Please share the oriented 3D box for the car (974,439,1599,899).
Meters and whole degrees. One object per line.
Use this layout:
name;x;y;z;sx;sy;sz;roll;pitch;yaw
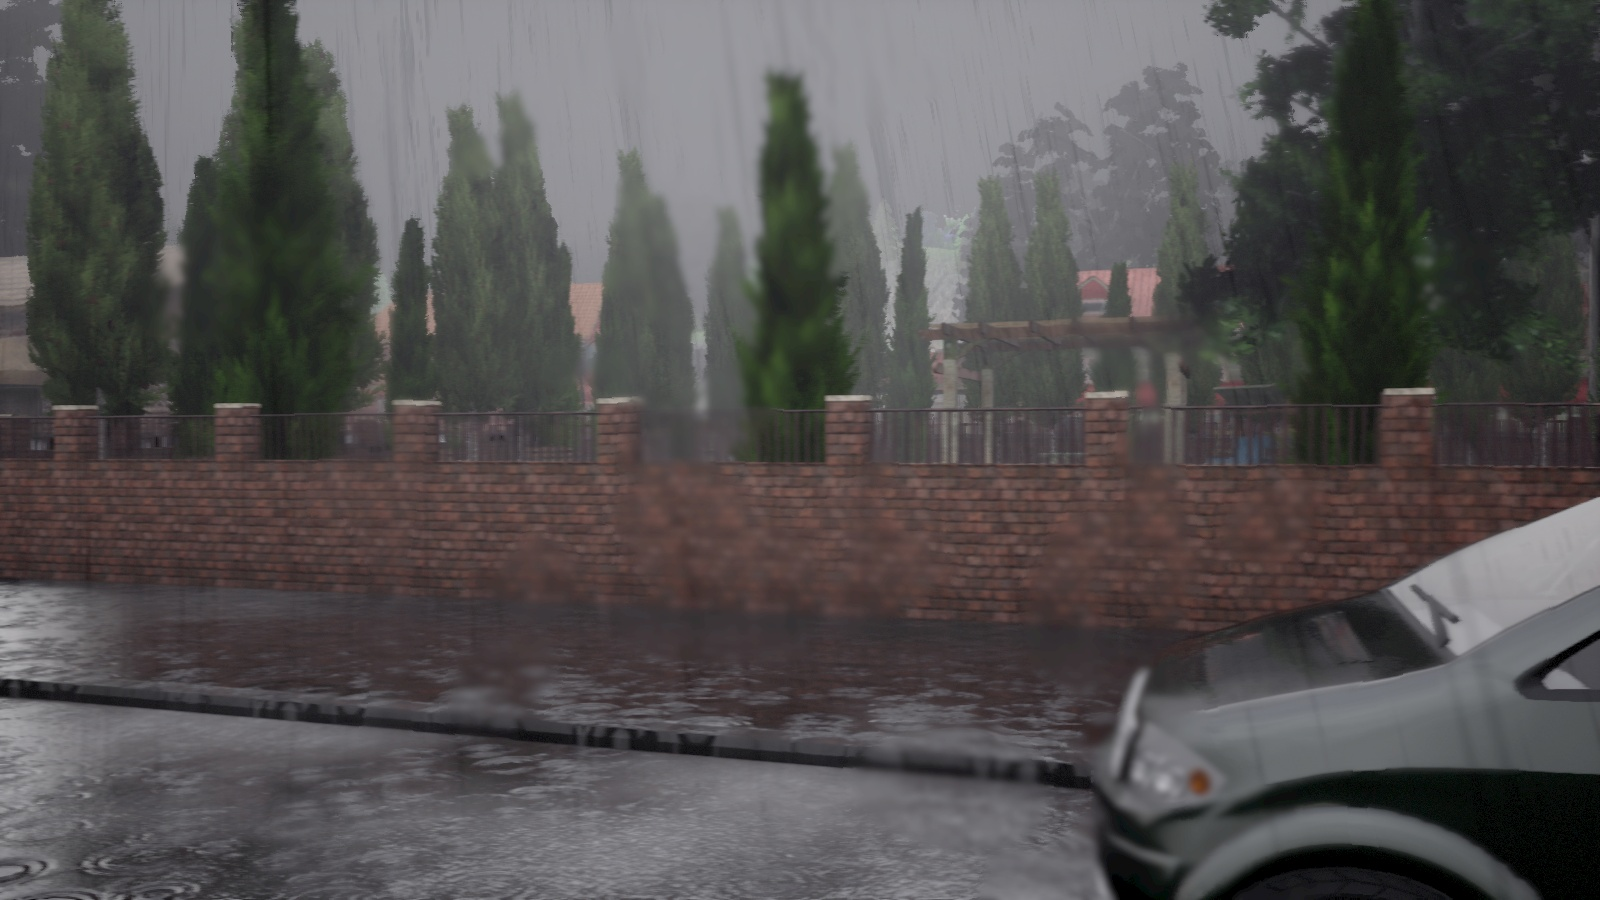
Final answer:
car;2.410;0.768;2.910;3.705;1.549;1.789;1;1;19
